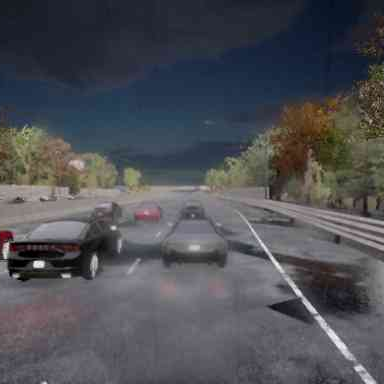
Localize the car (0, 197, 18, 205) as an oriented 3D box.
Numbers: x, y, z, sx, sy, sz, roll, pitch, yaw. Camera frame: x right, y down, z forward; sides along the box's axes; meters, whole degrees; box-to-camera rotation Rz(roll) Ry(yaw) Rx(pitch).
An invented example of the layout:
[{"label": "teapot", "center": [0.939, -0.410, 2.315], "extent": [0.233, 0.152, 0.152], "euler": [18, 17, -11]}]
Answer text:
[{"label": "car", "center": [-24.580, 1.497, 45.248], "extent": [1.837, 1.490, 4.892], "euler": [0, -1, 0]}]

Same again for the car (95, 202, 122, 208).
[{"label": "car", "center": [-6.917, 1.513, 27.485], "extent": [1.812, 1.442, 4.674], "euler": [0, 0, 0]}]

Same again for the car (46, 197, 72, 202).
[{"label": "car", "center": [-17.584, 1.498, 45.330], "extent": [1.837, 1.490, 4.892], "euler": [0, -1, 0]}]

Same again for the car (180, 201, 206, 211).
[{"label": "car", "center": [0.082, 1.493, 26.771], "extent": [1.837, 1.490, 4.892], "euler": [0, 0, 0]}]

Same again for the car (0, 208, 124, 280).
[{"label": "car", "center": [-3.420, 1.471, 9.931], "extent": [1.882, 1.535, 5.008], "euler": [0, 0, 0]}]

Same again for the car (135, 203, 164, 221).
[{"label": "car", "center": [-3.417, 1.552, 27.110], "extent": [1.994, 1.385, 4.181], "euler": [0, 0, 0]}]

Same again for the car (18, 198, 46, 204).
[{"label": "car", "center": [-21.082, 1.516, 45.034], "extent": [1.812, 1.442, 4.674], "euler": [0, 0, 0]}]

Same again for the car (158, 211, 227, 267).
[{"label": "car", "center": [0.084, 1.557, 11.474], "extent": [1.994, 1.385, 4.181], "euler": [0, 0, 0]}]
